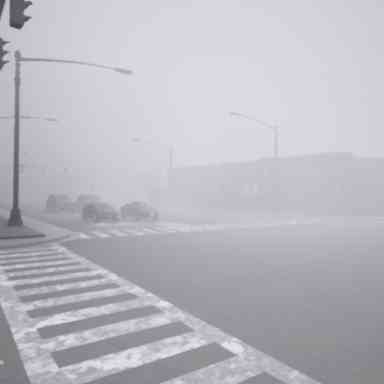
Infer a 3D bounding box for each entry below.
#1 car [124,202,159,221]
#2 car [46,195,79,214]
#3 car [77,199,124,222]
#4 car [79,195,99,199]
[{"bbox_3d":[-4.724,1.664,29.646,2.128,1.511,4.902,1,-1,-35],"label":"car"},{"bbox_3d":[-15.221,1.345,38.334,2.150,2.045,5.566,1,0,-35],"label":"car"},{"bbox_3d":[-7.751,1.631,27.850,1.837,1.490,4.892,1,-1,-36],"label":"car"},{"bbox_3d":[-12.370,1.396,40.359,2.150,2.045,5.566,1,-1,-35],"label":"car"}]
